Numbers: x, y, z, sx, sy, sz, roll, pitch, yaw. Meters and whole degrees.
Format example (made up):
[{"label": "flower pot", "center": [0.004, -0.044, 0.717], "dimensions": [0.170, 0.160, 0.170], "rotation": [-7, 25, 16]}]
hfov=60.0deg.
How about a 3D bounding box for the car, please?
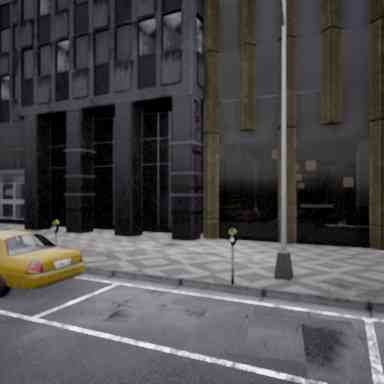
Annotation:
[{"label": "car", "center": [-4.928, 1.520, 8.244], "dimensions": [4.829, 1.417, 1.752], "rotation": [0, 0, 25]}]
